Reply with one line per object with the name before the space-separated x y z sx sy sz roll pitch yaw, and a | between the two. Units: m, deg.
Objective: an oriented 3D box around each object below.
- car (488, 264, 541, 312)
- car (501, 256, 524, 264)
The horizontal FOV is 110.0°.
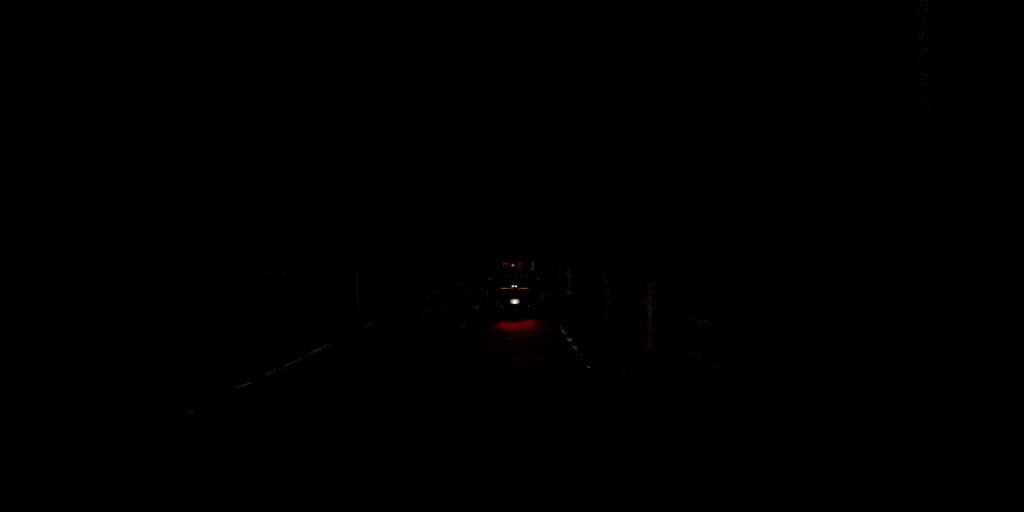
car | 0.095 1.254 14.277 1.837 1.490 4.892 0 0 0
car | 0.085 0.975 36.894 2.150 2.045 5.566 0 0 0
